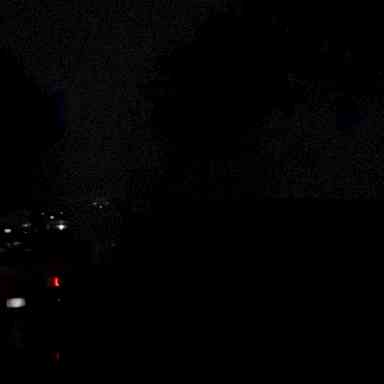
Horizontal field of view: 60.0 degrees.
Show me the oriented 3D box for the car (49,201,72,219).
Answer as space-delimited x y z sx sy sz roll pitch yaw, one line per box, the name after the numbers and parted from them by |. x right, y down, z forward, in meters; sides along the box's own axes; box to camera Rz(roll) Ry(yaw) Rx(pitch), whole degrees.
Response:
-11.050 1.486 27.426 2.033 1.411 5.357 -1 0 -13 | car

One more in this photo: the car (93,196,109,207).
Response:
-13.170 1.334 47.794 2.033 1.411 5.357 -1 1 -17 | car

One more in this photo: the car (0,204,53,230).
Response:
-8.651 1.548 16.802 1.994 1.385 4.181 -1 0 -12 | car

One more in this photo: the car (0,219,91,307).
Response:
-3.459 1.577 7.798 1.895 1.301 4.718 -1 0 -13 | car

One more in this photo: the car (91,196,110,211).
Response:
-10.340 1.371 37.854 1.812 1.442 4.674 -1 1 -14 | car
